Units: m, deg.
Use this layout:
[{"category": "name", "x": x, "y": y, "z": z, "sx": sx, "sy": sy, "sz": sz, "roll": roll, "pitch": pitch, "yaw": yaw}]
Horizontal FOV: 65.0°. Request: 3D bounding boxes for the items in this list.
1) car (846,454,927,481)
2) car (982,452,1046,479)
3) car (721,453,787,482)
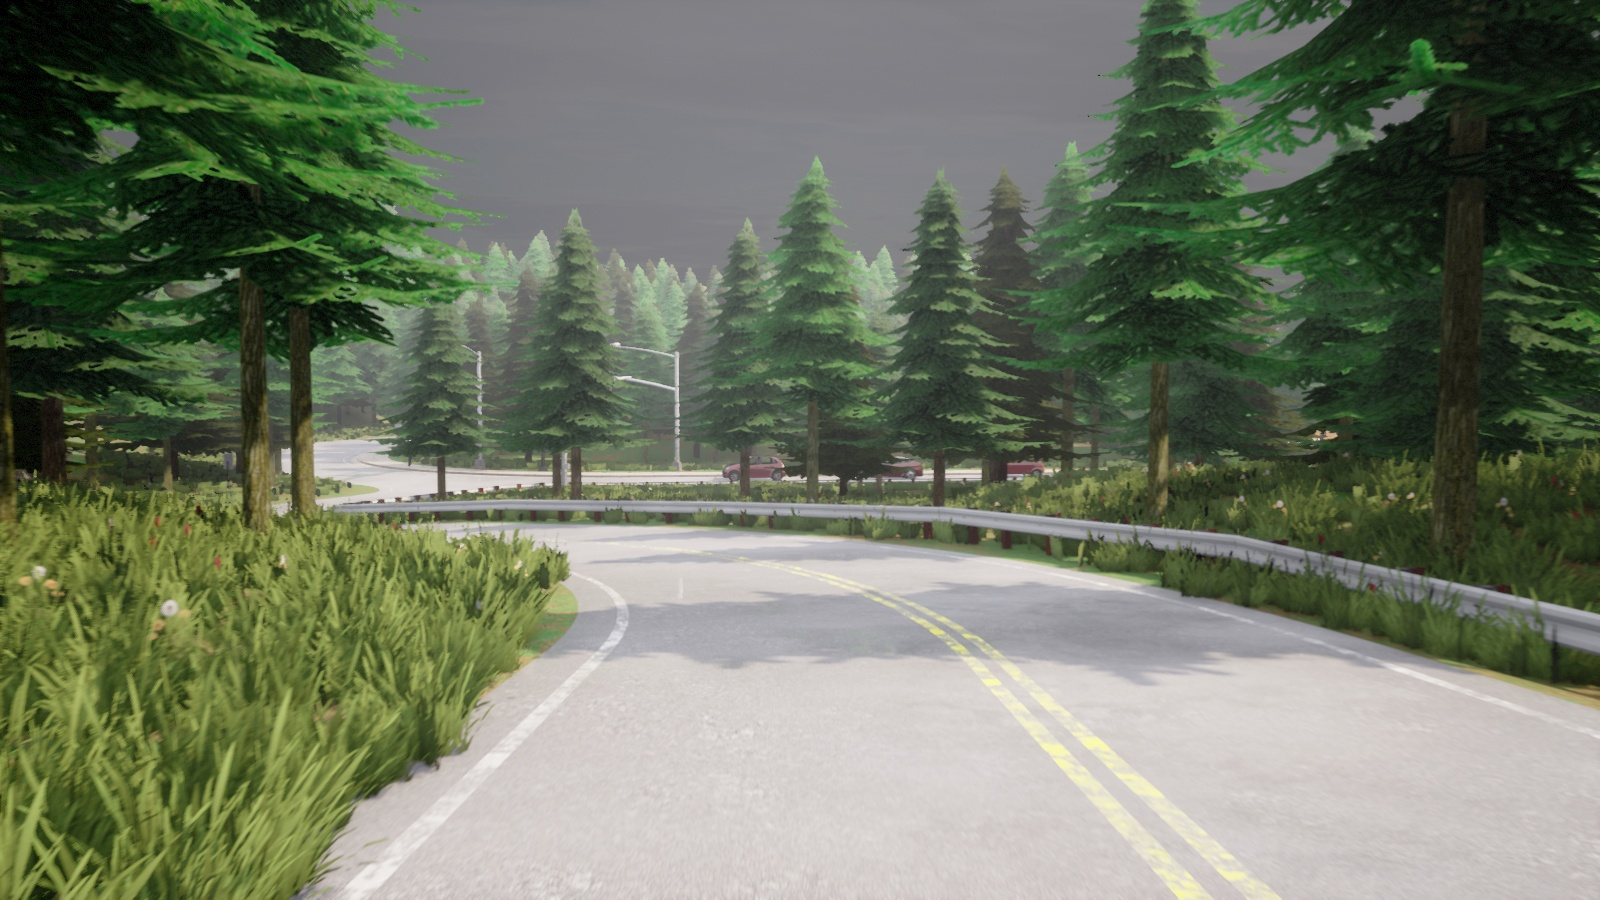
[{"category": "car", "x": 5.482, "y": 1.096, "z": 79.974, "sx": 4.792, "sy": 1.488, "sz": 2.163, "roll": -1, "pitch": 4, "yaw": -8}, {"category": "car", "x": 13.825, "y": 0.966, "z": 81.135, "sx": 3.705, "sy": 1.549, "sz": 1.789, "roll": -1, "pitch": 4, "yaw": -9}, {"category": "car", "x": -2.917, "y": 1.099, "z": 78.889, "sx": 3.988, "sy": 1.617, "sz": 1.851, "roll": -1, "pitch": 4, "yaw": -7}]
